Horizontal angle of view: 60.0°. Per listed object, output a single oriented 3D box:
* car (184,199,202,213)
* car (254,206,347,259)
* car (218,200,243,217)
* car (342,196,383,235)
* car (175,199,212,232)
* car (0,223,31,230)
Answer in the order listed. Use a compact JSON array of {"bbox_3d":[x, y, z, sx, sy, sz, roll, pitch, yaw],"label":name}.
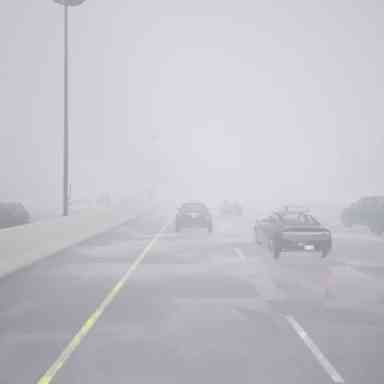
[{"bbox_3d":[0.081,1.550,39.131,2.033,1.411,5.357,0,0,0],"label":"car"},{"bbox_3d":[3.599,1.492,12.644,2.128,1.511,4.902,0,0,0],"label":"car"},{"bbox_3d":[3.598,1.493,31.371,2.128,1.511,4.902,0,0,0],"label":"car"},{"bbox_3d":[10.598,1.223,18.911,2.150,2.045,5.566,0,0,0],"label":"car"},{"bbox_3d":[0.099,1.353,20.403,2.097,1.767,4.553,0,0,0],"label":"car"},{"bbox_3d":[-10.601,1.353,17.872,2.097,1.767,4.553,0,0,0],"label":"car"}]
